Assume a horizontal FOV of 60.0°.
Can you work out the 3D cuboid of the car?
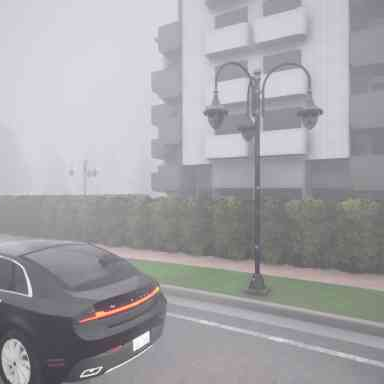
[{"bbox_3d":[-2.681,1.505,5.149,4.892,1.490,1.837,0,0,31],"label":"car"}]
